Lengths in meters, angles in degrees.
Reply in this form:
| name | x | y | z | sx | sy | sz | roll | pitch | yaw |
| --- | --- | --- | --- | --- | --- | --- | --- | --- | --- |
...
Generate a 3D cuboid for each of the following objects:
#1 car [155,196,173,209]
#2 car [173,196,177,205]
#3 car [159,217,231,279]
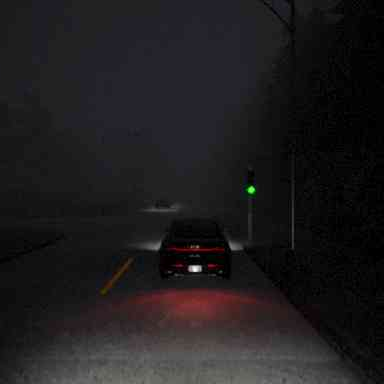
| name | x | y | z | sx | sy | sz | roll | pitch | yaw |
| --- | --- | --- | --- | --- | --- | --- | --- | --- | --- |
| car | -4.099 | 1.494 | 46.993 | 1.882 | 1.535 | 5.008 | 0 | 0 | 0 |
| car | -4.077 | 1.497 | 56.339 | 1.882 | 1.535 | 5.008 | 0 | 0 | 0 |
| car | 0.083 | 1.509 | 10.079 | 1.837 | 1.490 | 4.892 | 0 | 0 | 0 |
